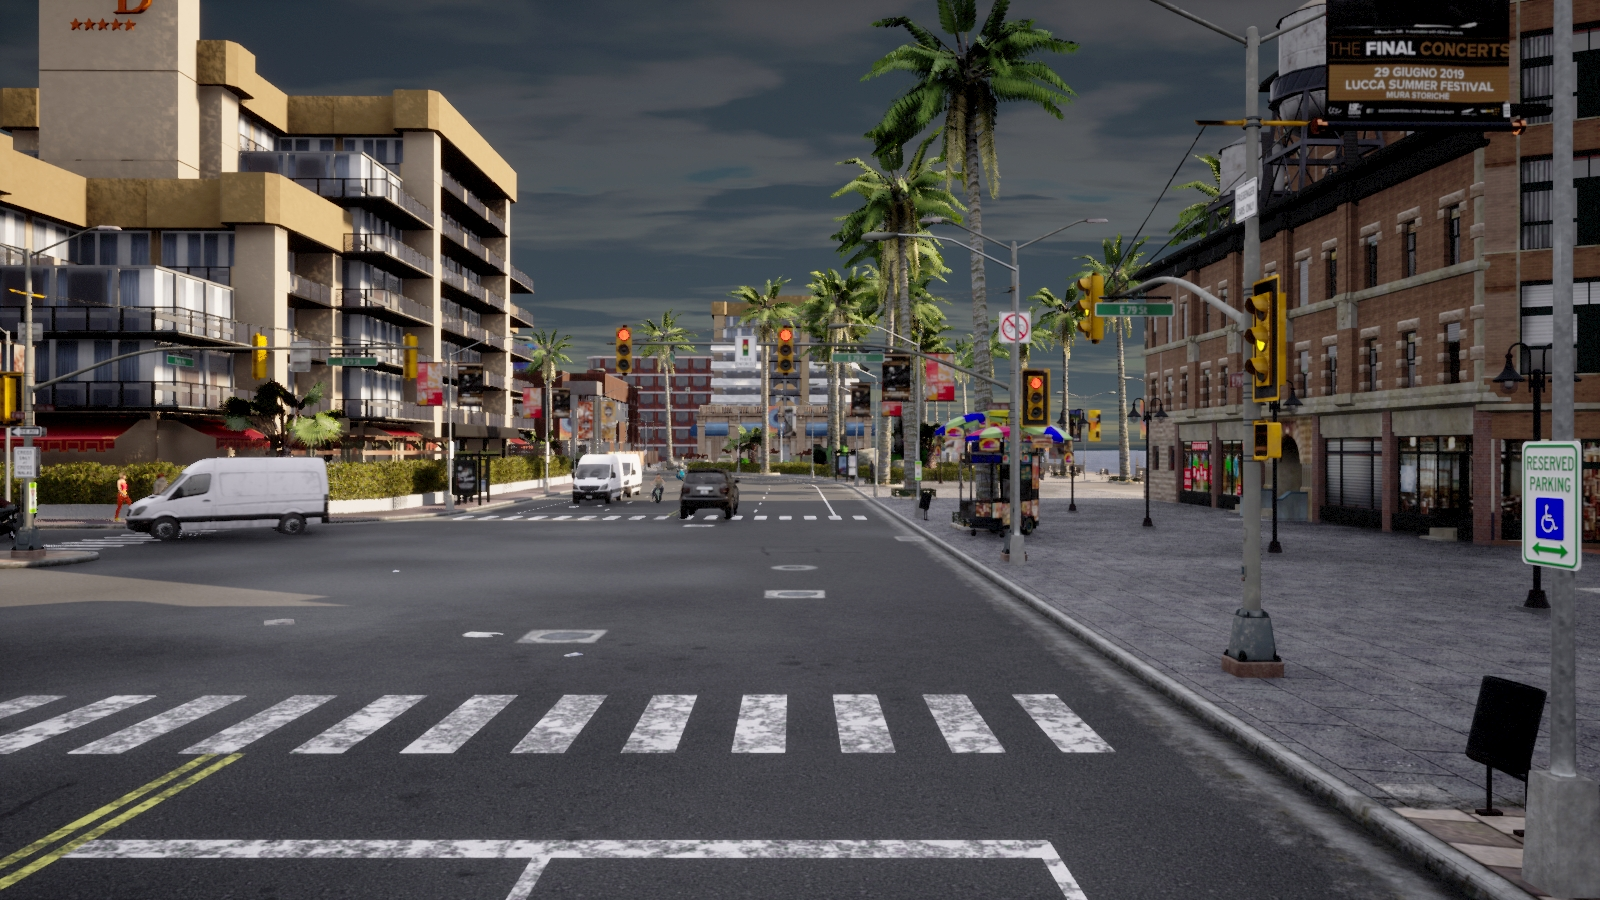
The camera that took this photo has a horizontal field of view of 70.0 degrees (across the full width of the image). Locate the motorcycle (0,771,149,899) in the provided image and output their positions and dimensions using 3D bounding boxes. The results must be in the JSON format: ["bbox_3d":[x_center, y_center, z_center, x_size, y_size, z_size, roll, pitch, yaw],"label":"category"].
[{"bbox_3d":[-3.736,2.213,4.820,0.803,1.145,2.033,0,0,1],"label":"motorcycle"}]

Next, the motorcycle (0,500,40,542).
[{"bbox_3d":[-25.137,2.205,35.668,2.209,1.251,0.867,0,0,-4],"label":"motorcycle"}]

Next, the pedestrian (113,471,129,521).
[{"bbox_3d":[-25.191,1.697,42.376,0.375,1.860,0.375,0,0,4],"label":"pedestrian"}]

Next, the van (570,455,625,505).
[{"bbox_3d":[-10.828,1.534,61.502,1.988,2.561,5.915,0,0,0],"label":"van"}]

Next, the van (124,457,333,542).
[{"bbox_3d":[-18.625,1.534,37.390,5.915,2.561,1.988,0,0,-33],"label":"van"}]

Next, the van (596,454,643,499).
[{"bbox_3d":[-10.879,1.534,69.162,1.988,2.561,5.915,0,0,-1],"label":"van"}]

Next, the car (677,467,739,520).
[{"bbox_3d":[-3.840,1.779,48.511,2.150,2.045,5.566,0,0,1],"label":"car"}]

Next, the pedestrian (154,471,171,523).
[{"bbox_3d":[-22.968,1.696,41.164,0.375,1.860,0.375,0,0,24],"label":"pedestrian"}]

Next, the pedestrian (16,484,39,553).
[{"bbox_3d":[-21.006,1.849,31.058,0.375,1.860,0.375,0,0,1],"label":"pedestrian"}]
